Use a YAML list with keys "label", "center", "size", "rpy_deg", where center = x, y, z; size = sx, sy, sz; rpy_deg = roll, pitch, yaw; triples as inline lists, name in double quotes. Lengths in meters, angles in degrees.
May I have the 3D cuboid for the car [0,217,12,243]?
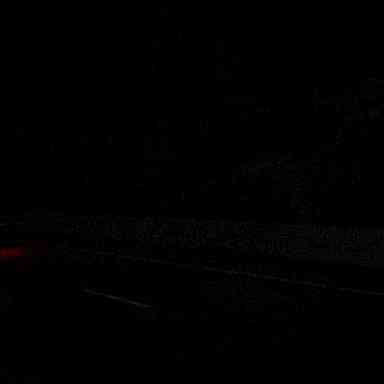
- label: "car"
  center: [-10.419, 1.664, 15.732]
  size: [4.902, 1.511, 2.128]
  rpy_deg: [-1, 0, 36]
